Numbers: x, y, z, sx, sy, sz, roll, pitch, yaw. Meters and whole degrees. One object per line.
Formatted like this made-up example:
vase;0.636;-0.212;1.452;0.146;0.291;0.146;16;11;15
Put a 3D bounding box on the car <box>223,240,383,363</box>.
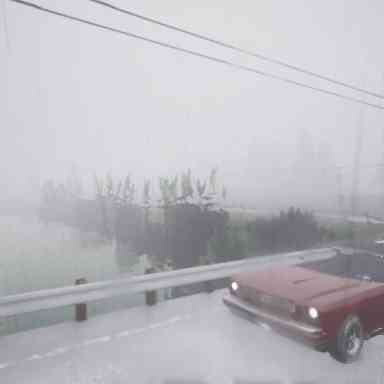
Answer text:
car;2.849;1.619;5.973;4.718;1.301;1.895;1;0;-35
